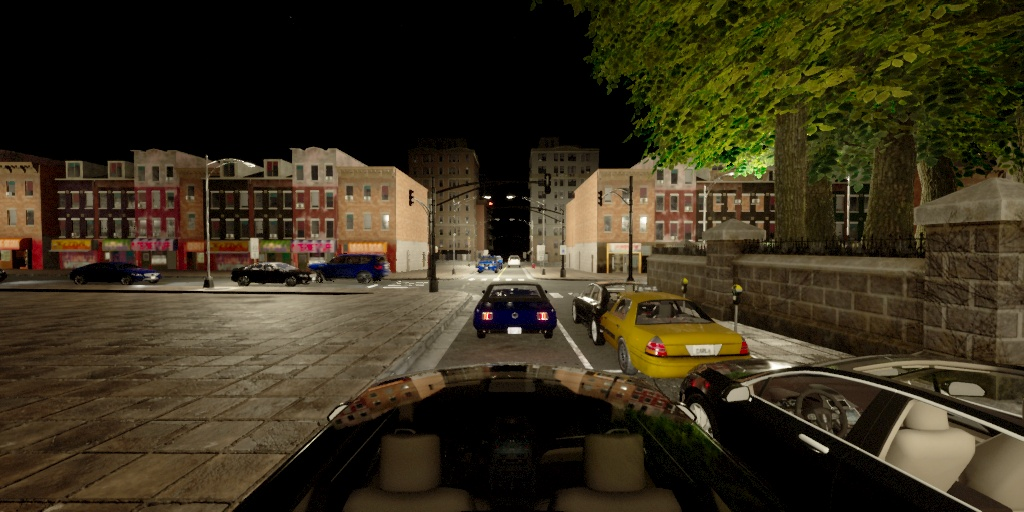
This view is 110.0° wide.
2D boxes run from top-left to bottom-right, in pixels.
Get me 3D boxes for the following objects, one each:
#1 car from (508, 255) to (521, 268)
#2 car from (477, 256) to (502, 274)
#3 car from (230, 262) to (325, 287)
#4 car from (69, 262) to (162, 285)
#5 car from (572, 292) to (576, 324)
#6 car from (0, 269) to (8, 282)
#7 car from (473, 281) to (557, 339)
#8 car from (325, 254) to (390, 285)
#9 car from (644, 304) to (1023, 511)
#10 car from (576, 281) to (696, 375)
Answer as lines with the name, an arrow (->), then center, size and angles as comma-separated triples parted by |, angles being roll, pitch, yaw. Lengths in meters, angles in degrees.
car -> 0.409, 1.006, 63.754 | 2.150, 2.045, 5.566 | 0, 0, 0
car -> -2.712, 0.985, 41.566 | 2.150, 2.045, 5.566 | 0, 0, 1
car -> -15.025, 1.159, 22.748 | 4.902, 1.511, 2.128 | 1, 1, 0
car -> -25.130, 1.082, 22.772 | 4.674, 1.442, 1.812 | 1, 1, 0
car -> 2.662, 1.298, 9.281 | 2.007, 1.370, 4.403 | 0, 0, 0
car -> -35.273, 0.968, 22.805 | 4.674, 1.442, 1.812 | 1, 1, 1
car -> 0.076, 1.348, 10.086 | 1.895, 1.301, 4.718 | 0, 0, 0
car -> -11.478, 0.871, 25.217 | 5.566, 2.045, 2.150 | 1, 2, 2
car -> 2.637, 1.300, 2.146 | 2.007, 1.370, 4.403 | 0, 0, 0
car -> 2.687, 1.273, 7.307 | 1.751, 1.417, 4.829 | 0, 0, 0
